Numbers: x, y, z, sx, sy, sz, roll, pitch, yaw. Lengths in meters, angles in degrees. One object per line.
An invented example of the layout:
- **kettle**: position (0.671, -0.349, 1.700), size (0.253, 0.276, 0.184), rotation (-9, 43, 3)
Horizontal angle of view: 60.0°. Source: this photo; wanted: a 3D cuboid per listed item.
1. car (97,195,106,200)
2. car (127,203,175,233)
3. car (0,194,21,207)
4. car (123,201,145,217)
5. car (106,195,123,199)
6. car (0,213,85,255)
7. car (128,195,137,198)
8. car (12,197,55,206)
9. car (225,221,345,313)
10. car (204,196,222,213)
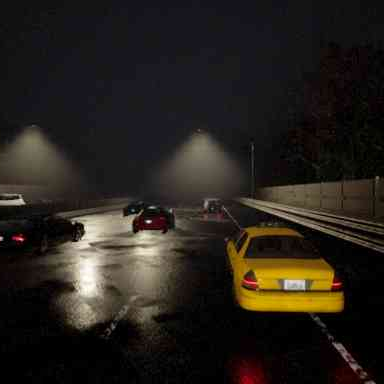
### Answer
- **car**: position (-20.171, 1.337, 75.672), size (1.812, 1.442, 4.674), rotation (0, 0, 3)
- **car**: position (-2.187, 1.566, 19.685), size (1.994, 1.385, 4.181), rotation (0, 0, 3)
- **car**: position (-19.145, 1.226, 33.383), size (2.150, 2.045, 5.566), rotation (0, 0, 3)
- **car**: position (-5.048, 1.569, 31.141), size (1.994, 1.385, 4.181), rotation (0, 0, 3)
- **car**: position (-16.769, 1.489, 73.817), size (2.033, 1.411, 5.357), rotation (0, 0, 3)
- **car**: position (-6.058, 1.548, 13.203), size (2.033, 1.411, 5.357), rotation (0, 0, 3)
- **car**: position (-13.228, 1.405, 74.450), size (1.812, 1.442, 4.674), rotation (0, 0, 3)
- **car**: position (-15.610, 1.496, 33.892), size (2.128, 1.511, 4.902), rotation (0, 0, 3)
- **car**: position (1.779, 1.456, 7.853), size (1.801, 1.575, 5.366), rotation (0, 0, 3)
- **car**: position (2.322, 1.533, 37.755), size (1.812, 1.442, 4.674), rotation (0, 0, 4)
